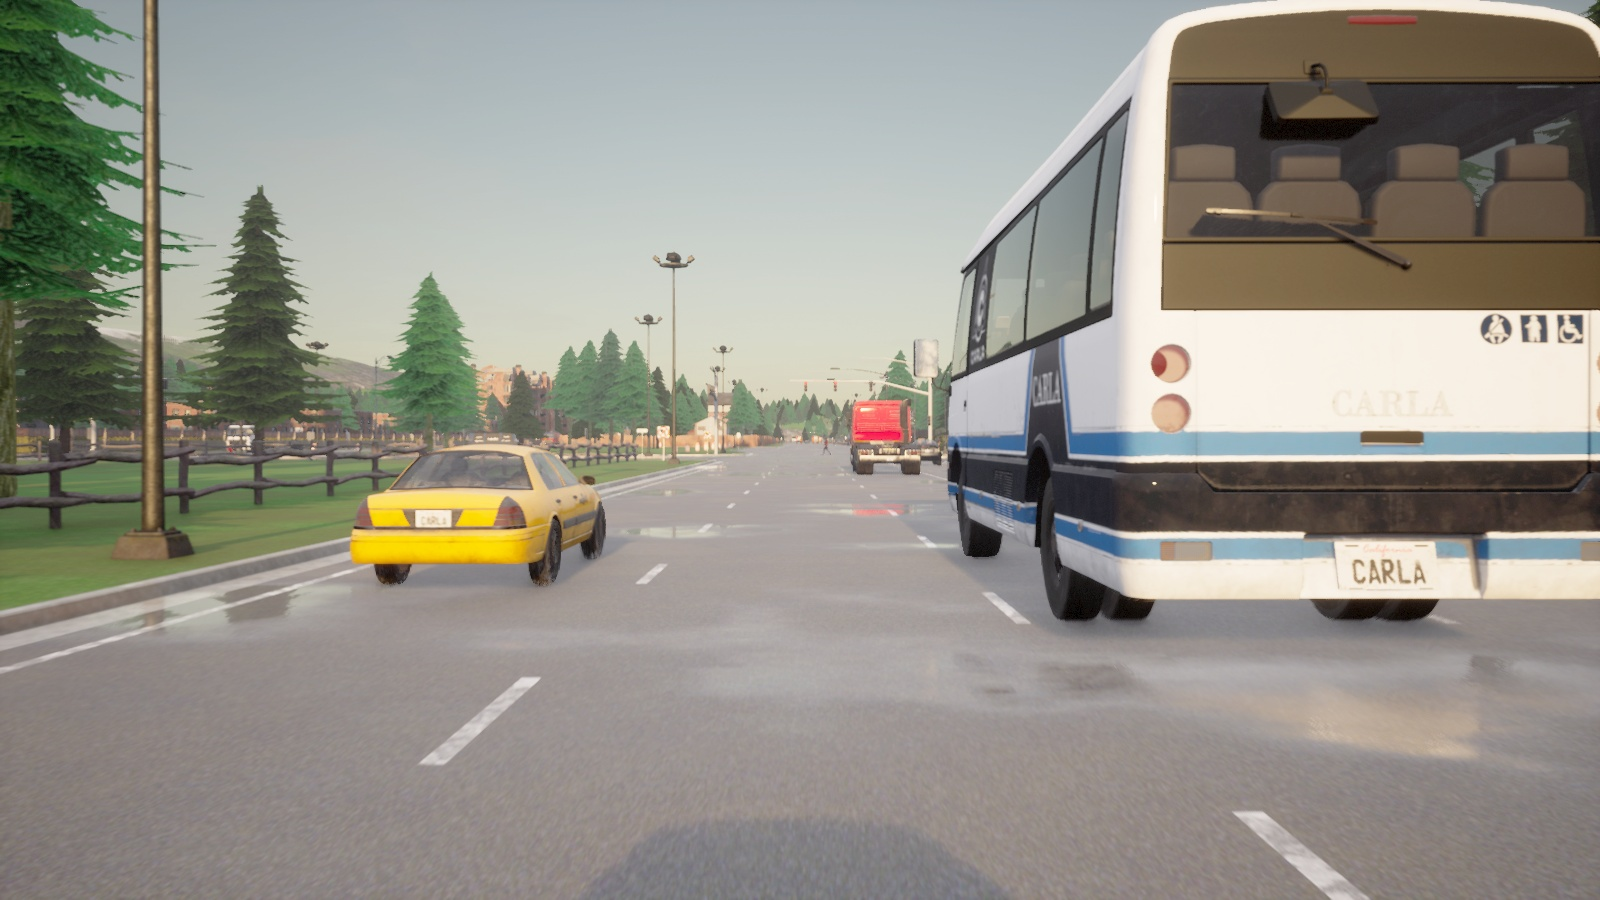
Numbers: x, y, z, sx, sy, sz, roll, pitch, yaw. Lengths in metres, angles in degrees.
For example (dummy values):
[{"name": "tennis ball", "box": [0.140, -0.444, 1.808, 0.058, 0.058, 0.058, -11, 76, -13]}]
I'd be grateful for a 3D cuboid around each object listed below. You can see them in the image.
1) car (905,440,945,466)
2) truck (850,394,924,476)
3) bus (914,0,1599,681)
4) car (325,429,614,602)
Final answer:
[{"name": "car", "box": [7.439, 0.146, 75.161, 2.007, 1.525, 4.514, 0, 0, 0]}, {"name": "truck", "box": [3.838, -0.654, 57.187, 2.891, 3.462, 7.936, 0, 0, 0]}, {"name": "bus", "box": [3.590, -0.723, 12.973, 3.944, 4.253, 10.273, 0, 0, 0]}, {"name": "car", "box": [-3.405, 0.578, 14.106, 1.801, 1.575, 5.366, 0, 0, 0]}]
